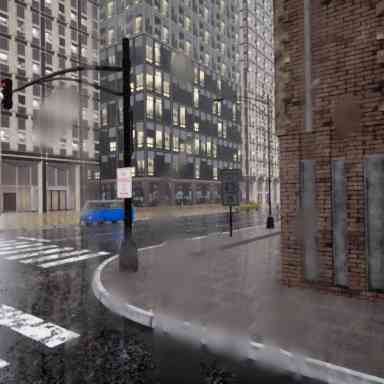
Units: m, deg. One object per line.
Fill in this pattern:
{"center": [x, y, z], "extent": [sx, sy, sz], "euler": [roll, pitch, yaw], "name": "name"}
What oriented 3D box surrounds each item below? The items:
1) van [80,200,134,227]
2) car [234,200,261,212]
{"center": [-5.924, 1.459, 23.441], "extent": [1.690, 1.788, 3.998], "euler": [-2, -1, 36], "name": "van"}
{"center": [6.925, 1.688, 41.340], "extent": [1.752, 1.417, 4.829], "euler": [-2, -1, 36], "name": "car"}
